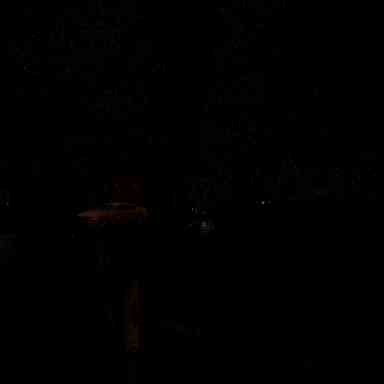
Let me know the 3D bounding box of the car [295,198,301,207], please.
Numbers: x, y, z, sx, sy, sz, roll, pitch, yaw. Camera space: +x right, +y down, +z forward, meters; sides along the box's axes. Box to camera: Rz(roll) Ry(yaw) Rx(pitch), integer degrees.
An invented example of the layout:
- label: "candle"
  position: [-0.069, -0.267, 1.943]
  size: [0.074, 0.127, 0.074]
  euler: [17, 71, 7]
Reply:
- label: "car"
  position: [13.825, 1.464, 47.319]
  size: [2.033, 1.411, 5.357]
  euler: [0, 0, 36]

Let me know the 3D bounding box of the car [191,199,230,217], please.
- label: "car"
  position: [1.811, 1.437, 30.879]
  size: [1.837, 1.490, 4.892]
  euler: [0, 1, 36]

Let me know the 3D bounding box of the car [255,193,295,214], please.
- label: "car"
  position: [8.680, 1.147, 35.334]
  size: [2.150, 2.045, 5.566]
  euler: [0, 0, 36]

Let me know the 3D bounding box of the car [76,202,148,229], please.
- label: "car"
  position: [-5.021, 1.435, 21.458]
  size: [1.882, 1.535, 5.008]
  euler: [0, 0, 36]
